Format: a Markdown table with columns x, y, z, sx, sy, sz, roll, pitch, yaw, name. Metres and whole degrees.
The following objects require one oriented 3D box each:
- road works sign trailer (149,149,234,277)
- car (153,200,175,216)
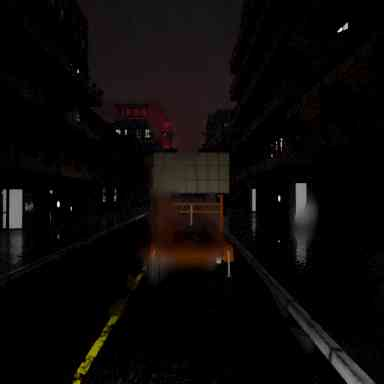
| x | y | z | sx | sy | sz | roll | pitch | yaw | name |
| --- | --- | --- | --- | --- | --- | --- | --- | --- | --- |
| -0.016 | 0.477 | 10.240 | 2.380 | 3.560 | 2.880 | 0 | 0 | 0 | road works sign trailer |
| -2.805 | 1.579 | 34.035 | 1.882 | 1.535 | 5.008 | 0 | 0 | 0 | car |
